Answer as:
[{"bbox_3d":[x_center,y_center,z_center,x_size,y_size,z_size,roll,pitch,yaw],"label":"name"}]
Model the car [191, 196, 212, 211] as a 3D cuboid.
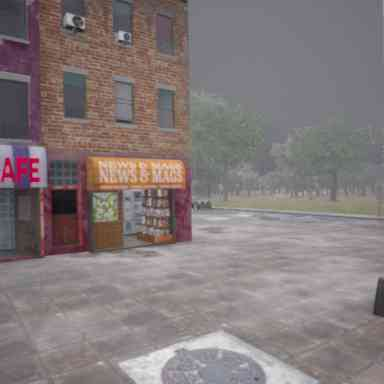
[{"bbox_3d":[0.317,1.240,40.177,2.097,1.767,4.553,-2,1,-36],"label":"car"}]
